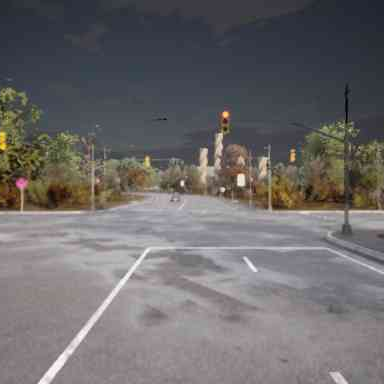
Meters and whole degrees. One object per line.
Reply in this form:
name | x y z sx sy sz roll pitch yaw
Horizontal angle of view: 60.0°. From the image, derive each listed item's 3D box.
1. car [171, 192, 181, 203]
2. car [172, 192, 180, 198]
car | -3.207 1.306 66.024 2.128 1.511 4.902 0 1 0
car | -4.383 0.730 92.562 1.812 1.442 4.674 0 1 -8
